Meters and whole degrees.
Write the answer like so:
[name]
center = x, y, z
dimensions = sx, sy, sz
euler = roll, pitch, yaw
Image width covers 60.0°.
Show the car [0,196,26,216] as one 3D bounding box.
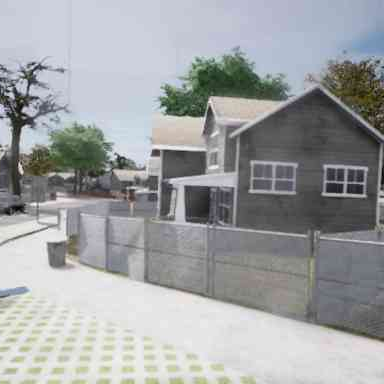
[car]
center = -16.791, 1.118, 30.023
dimensions = 2.097, 1.767, 4.553
euler = 2, -1, -7
